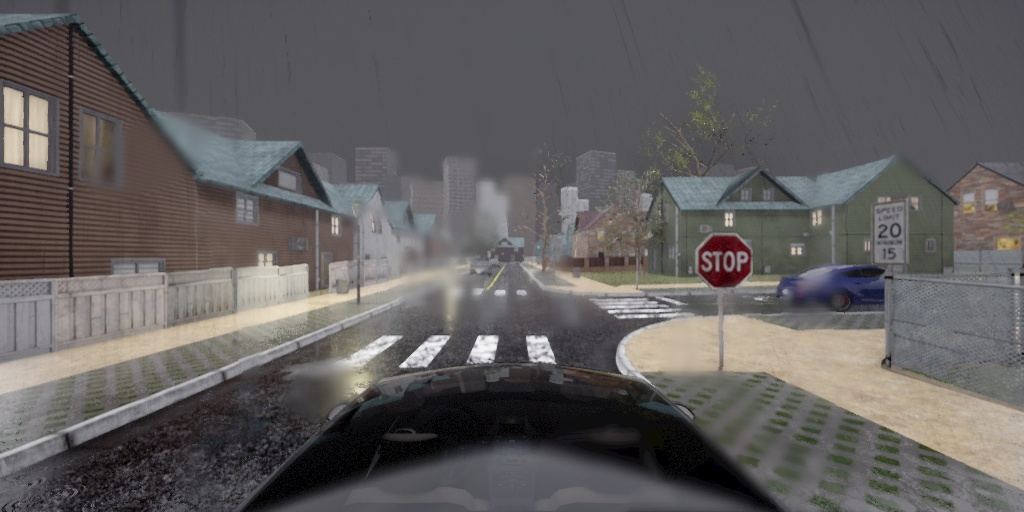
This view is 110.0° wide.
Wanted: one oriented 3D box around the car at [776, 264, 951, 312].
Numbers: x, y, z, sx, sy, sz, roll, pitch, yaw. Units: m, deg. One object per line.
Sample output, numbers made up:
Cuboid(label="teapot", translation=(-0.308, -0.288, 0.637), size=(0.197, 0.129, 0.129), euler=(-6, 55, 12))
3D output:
Cuboid(label="car", translation=(11.494, 0.997, 11.955), size=(4.674, 1.442, 1.812), euler=(-1, 0, 1))

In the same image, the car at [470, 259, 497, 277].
Cuboid(label="car", translation=(-2.876, 1.203, 34.616), size=(2.128, 1.511, 4.902), euler=(0, 0, 0))

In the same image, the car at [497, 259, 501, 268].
Cuboid(label="car", translation=(-2.840, 1.199, 57.599), size=(1.837, 1.490, 4.892), euler=(0, 0, 0))
